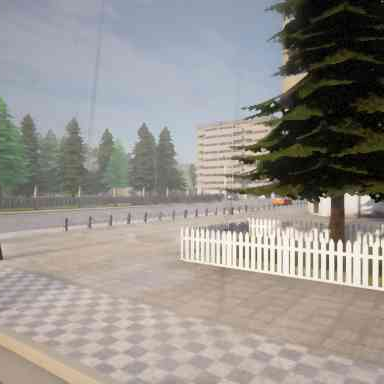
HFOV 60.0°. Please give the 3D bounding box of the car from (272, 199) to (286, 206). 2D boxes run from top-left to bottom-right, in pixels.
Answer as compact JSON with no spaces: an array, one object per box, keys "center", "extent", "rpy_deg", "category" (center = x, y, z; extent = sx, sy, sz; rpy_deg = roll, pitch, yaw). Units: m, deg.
[{"center":[15.431,1.352,56.690],"extent":[2.097,1.767,4.553],"rpy_deg":[0,0,36],"category":"car"}]
